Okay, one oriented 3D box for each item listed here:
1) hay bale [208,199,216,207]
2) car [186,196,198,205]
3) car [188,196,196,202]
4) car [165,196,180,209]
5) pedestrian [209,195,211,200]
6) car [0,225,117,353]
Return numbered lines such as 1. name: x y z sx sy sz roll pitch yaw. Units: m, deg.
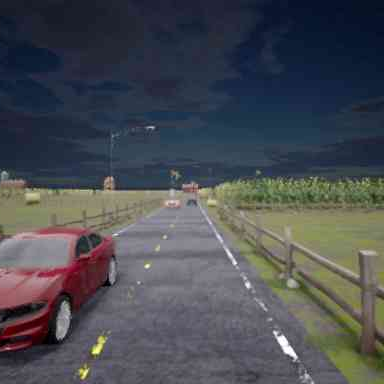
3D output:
1. hay bale: 3.137 1.778 52.553 1.220 1.180 1.240 1 1 0
2. car: 0.007 1.639 60.062 1.837 1.490 4.892 0 0 0
3. car: 0.009 1.587 77.831 1.895 1.301 4.718 0 0 0
4. car: -2.820 1.467 48.788 2.097 1.767 4.553 0 0 0
5. pedestrian: 2.831 1.416 53.647 0.375 1.860 0.375 -1 1 -5
6. car: -2.850 1.496 6.592 1.882 1.535 5.008 0 0 0
